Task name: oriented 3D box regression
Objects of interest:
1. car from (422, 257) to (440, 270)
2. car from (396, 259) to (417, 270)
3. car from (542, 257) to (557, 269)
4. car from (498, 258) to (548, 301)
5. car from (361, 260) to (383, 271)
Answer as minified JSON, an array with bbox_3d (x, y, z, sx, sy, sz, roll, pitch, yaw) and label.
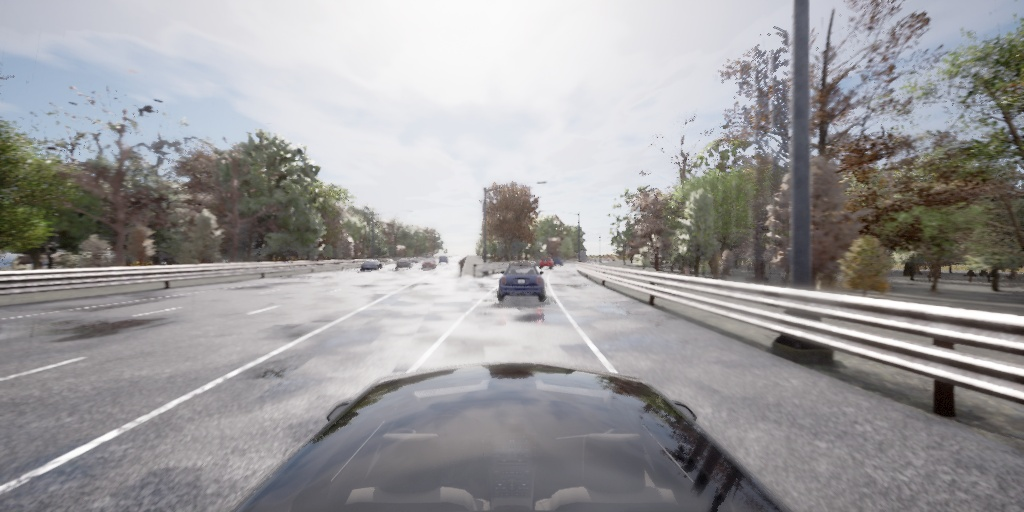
[{"bbox_3d":[-12.081,1.229,52.540,1.812,1.442,4.674,0,0,-7],"label":"car"},{"bbox_3d":[-15.561,1.203,52.154,1.837,1.490,4.892,0,-1,-7],"label":"car"},{"bbox_3d":[6.157,1.221,63.277,2.150,2.045,5.566,0,-1,11],"label":"car"},{"bbox_3d":[0.522,1.152,17.849,2.097,1.767,4.553,0,0,3],"label":"car"},{"bbox_3d":[-18.512,1.265,47.485,1.994,1.385,4.181,0,0,-7],"label":"car"}]
